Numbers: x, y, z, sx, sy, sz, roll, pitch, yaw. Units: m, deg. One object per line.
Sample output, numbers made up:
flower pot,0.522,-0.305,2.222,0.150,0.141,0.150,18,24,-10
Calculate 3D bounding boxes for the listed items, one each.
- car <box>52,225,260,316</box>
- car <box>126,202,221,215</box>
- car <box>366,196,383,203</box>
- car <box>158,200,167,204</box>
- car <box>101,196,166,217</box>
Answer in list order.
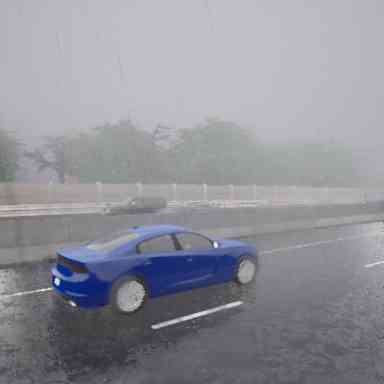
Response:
car,-0.544,1.509,7.724,5.008,1.535,1.882,0,0,-37
car,-1.047,1.617,20.716,5.357,1.411,2.033,0,0,-37
car,28.969,1.444,51.813,4.892,1.490,1.837,0,-1,-37
car,0.180,1.565,26.005,4.902,1.511,2.128,0,0,-37
car,-4.487,1.337,26.887,5.566,2.045,2.150,0,0,-37
